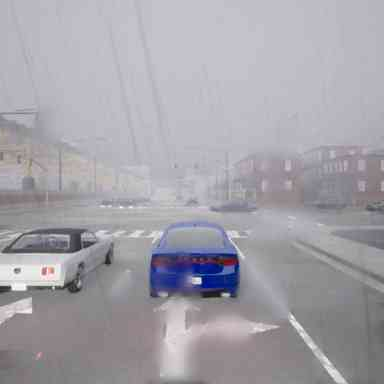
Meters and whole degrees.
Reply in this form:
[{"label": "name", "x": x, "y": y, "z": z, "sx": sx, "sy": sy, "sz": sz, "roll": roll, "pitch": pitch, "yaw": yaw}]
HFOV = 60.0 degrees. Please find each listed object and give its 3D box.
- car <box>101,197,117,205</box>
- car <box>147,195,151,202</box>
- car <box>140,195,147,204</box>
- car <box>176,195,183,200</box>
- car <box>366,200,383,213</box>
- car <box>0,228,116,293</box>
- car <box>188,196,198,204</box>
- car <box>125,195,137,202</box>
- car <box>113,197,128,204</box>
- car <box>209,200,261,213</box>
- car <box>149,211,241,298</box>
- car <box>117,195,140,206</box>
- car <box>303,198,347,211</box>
[{"label": "car", "x": -14.012, "y": 1.564, "z": 56.543, "sx": 1.994, "sy": 1.385, "sz": 4.181, "roll": 0, "pitch": 0, "yaw": 0}, {"label": "car", "x": -10.420, "y": 1.478, "z": 74.568, "sx": 1.882, "sy": 1.535, "sz": 5.008, "roll": 0, "pitch": 0, "yaw": 0}, {"label": "car", "x": -10.476, "y": 1.505, "z": 64.164, "sx": 1.837, "sy": 1.490, "sz": 4.892, "roll": 0, "pitch": 0, "yaw": 1}, {"label": "car", "x": -3.400, "y": 1.500, "z": 93.329, "sx": 1.837, "sy": 1.490, "sz": 4.892, "roll": 0, "pitch": 0, "yaw": 0}, {"label": "car", "x": 21.193, "y": 1.564, "z": 36.043, "sx": 4.181, "sy": 1.385, "sz": 1.994, "roll": 0, "pitch": 0, "yaw": 0}, {"label": "car", "x": -3.420, "y": 1.601, "z": 8.838, "sx": 1.895, "sy": 1.301, "sz": 4.718, "roll": 0, "pitch": 0, "yaw": 0}, {"label": "car", "x": 0.149, "y": 1.547, "z": 63.530, "sx": 2.033, "sy": 1.411, "sz": 5.357, "roll": 0, "pitch": 0, "yaw": 0}, {"label": "car", "x": -13.918, "y": 1.524, "z": 75.857, "sx": 1.812, "sy": 1.442, "sz": 4.674, "roll": 0, "pitch": 0, "yaw": 0}, {"label": "car", "x": -13.955, "y": 1.601, "z": 65.548, "sx": 1.895, "sy": 1.301, "sz": 4.718, "roll": 0, "pitch": 0, "yaw": 1}, {"label": "car", "x": 4.533, "y": 1.548, "z": 35.444, "sx": 5.357, "sy": 1.411, "sz": 2.033, "roll": 0, "pitch": 0, "yaw": -10}, {"label": "car", "x": 0.075, "y": 1.478, "z": 8.571, "sx": 1.882, "sy": 1.535, "sz": 5.008, "roll": 0, "pitch": 0, "yaw": 1}, {"label": "car", "x": -10.520, "y": 1.352, "z": 55.033, "sx": 2.097, "sy": 1.767, "sz": 4.553, "roll": 0, "pitch": 0, "yaw": 0}, {"label": "car", "x": 15.755, "y": 1.492, "z": 39.549, "sx": 4.902, "sy": 1.511, "sz": 2.128, "roll": 0, "pitch": 0, "yaw": 0}]
